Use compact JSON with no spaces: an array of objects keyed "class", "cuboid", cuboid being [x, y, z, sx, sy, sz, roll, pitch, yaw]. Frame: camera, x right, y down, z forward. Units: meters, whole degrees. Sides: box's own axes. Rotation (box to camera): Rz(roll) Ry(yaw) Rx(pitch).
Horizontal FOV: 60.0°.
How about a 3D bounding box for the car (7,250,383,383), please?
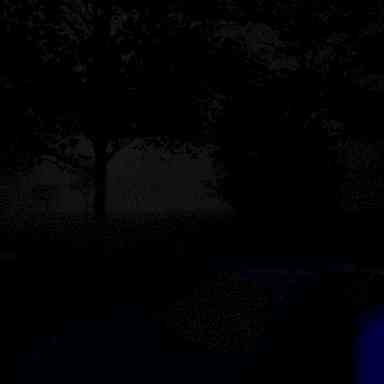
[{"class":"car","cuboid":[0.787,1.481,3.632,5.008,1.535,1.882,0,0,-36]}]
